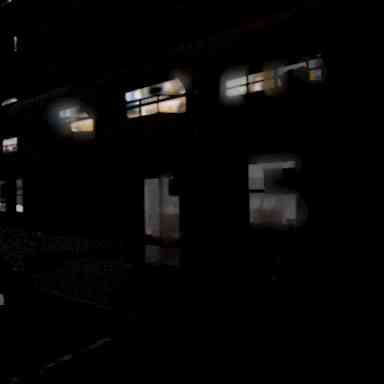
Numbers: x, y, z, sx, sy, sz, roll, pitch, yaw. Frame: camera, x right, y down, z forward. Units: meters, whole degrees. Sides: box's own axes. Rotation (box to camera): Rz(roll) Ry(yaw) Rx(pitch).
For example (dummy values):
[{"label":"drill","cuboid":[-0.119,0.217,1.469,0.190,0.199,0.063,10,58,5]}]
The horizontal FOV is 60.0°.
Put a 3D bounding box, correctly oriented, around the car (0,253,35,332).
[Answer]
[{"label":"car","cuboid":[-4.545,1.635,5.976,4.313,1.339,1.947,-1,-1,36]}]
